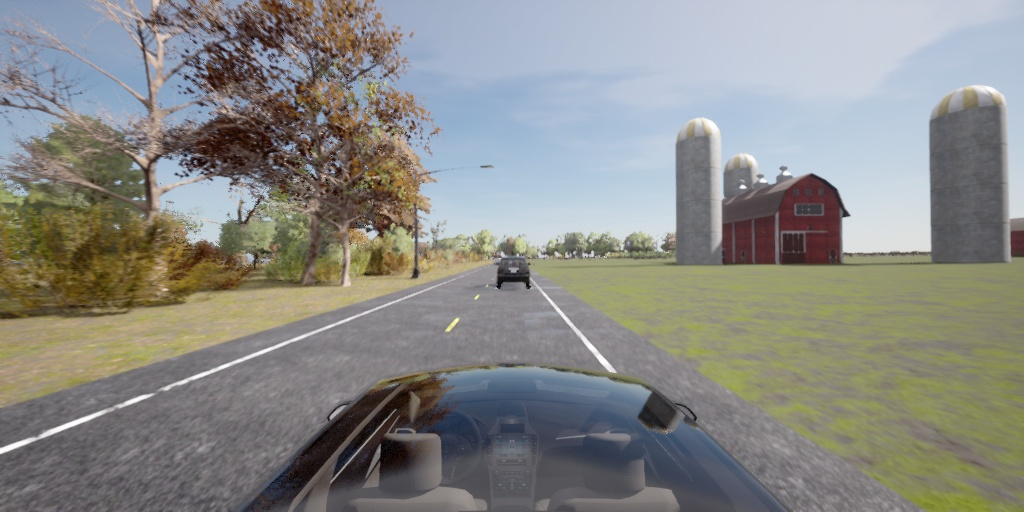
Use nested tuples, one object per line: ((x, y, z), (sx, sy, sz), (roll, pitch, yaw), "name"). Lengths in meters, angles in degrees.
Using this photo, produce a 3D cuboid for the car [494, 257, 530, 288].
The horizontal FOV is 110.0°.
((0.098, 1.065, 25.015), (2.150, 2.045, 5.566), (0, 0, 0), "car")
